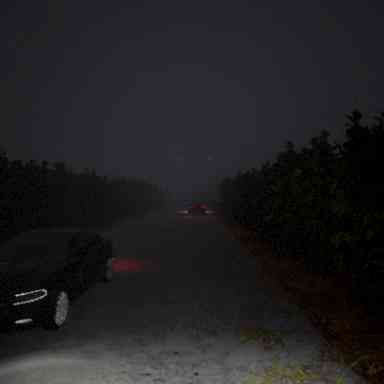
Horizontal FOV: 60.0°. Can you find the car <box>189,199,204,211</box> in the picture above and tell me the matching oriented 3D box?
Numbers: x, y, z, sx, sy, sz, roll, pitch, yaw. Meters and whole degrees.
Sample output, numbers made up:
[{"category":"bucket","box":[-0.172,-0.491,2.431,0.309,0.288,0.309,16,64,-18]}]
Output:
[{"category":"car","box":[0.648,1.695,45.949,1.882,1.535,5.008,0,-1,1]}]

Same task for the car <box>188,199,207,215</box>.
[{"category":"car","box":[0.543,1.706,36.153,1.812,1.442,4.674,0,0,1]}]

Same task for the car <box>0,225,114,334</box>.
[{"category":"car","box":[-3.111,1.562,7.276,1.882,1.535,5.008,0,-1,1]}]
